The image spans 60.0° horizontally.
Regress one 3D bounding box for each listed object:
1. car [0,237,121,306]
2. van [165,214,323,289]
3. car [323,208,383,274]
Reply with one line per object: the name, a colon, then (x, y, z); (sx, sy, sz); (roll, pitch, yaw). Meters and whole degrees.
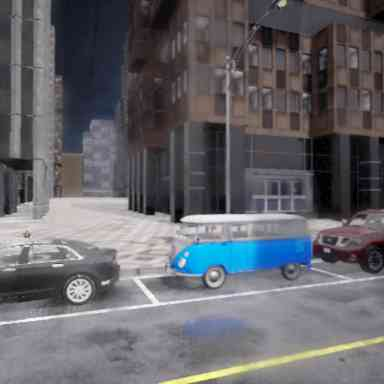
car: (-3.808, 1.714, 7.270); (4.403, 1.369, 2.008); (0, -1, -21)
van: (1.359, 1.511, 9.228); (3.998, 1.788, 1.690); (0, -1, -21)
car: (6.527, 1.491, 11.183); (5.009, 1.841, 2.192); (0, -1, -21)
